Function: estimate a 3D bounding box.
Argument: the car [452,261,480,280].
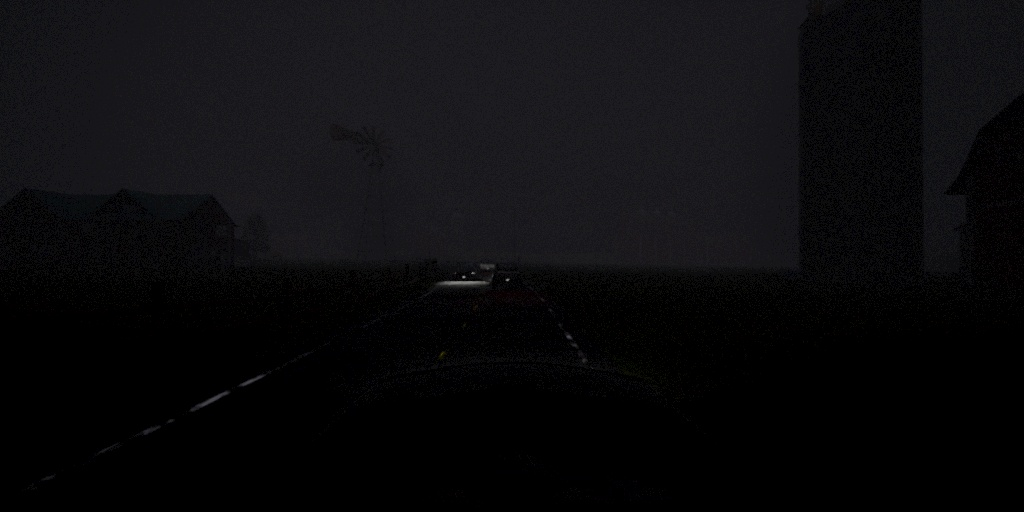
[{"bbox_3d":[-3.772,1.143,28.901,2.033,1.411,5.357,0,0,-6],"label":"car"}]

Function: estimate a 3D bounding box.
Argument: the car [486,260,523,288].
[{"bbox_3d":[-0.385,1.128,22.688,2.128,1.511,4.902,0,0,-3],"label":"car"}]

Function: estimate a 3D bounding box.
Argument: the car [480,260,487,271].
[{"bbox_3d":[-3.101,1.116,42.417,1.895,1.301,4.718,0,0,-11],"label":"car"}]
